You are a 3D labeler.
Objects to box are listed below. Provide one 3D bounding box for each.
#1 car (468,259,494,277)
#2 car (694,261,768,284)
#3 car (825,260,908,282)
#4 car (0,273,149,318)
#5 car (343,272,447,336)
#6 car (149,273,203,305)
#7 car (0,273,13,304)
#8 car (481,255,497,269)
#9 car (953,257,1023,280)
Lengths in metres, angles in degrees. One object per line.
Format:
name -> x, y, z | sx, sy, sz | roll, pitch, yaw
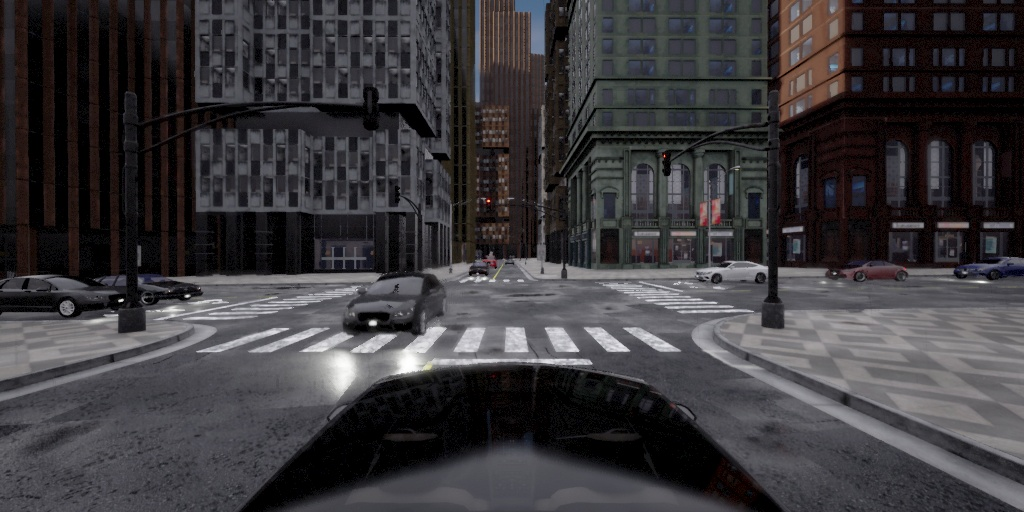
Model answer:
car -> -3.234, 1.278, 36.208 | 2.033, 1.411, 5.357 | 0, 0, 0
car -> 14.600, 1.036, 23.770 | 4.674, 1.442, 1.812 | -1, 0, -1
car -> 23.422, 0.961, 23.793 | 4.181, 1.385, 1.994 | -1, 0, 0
car -> -17.420, 1.492, 13.733 | 4.892, 1.490, 1.837 | -1, 0, 0
car -> -3.117, 1.254, 10.453 | 1.837, 1.490, 4.892 | 0, 0, 0
car -> -17.863, 1.524, 17.039 | 5.357, 1.411, 2.033 | -1, 0, 5
car -> -27.349, 1.610, 16.958 | 4.892, 1.490, 1.837 | -1, 0, 0
car -> -3.383, 0.922, 53.904 | 2.150, 2.045, 5.566 | 0, 0, 0
car -> 32.382, 0.809, 23.814 | 4.674, 1.442, 1.812 | -1, 0, -1
